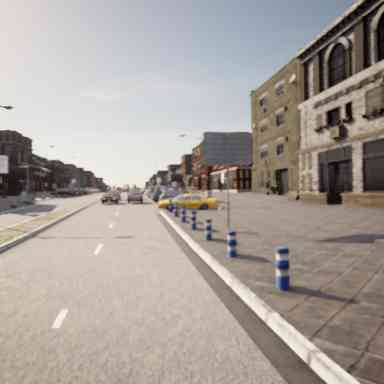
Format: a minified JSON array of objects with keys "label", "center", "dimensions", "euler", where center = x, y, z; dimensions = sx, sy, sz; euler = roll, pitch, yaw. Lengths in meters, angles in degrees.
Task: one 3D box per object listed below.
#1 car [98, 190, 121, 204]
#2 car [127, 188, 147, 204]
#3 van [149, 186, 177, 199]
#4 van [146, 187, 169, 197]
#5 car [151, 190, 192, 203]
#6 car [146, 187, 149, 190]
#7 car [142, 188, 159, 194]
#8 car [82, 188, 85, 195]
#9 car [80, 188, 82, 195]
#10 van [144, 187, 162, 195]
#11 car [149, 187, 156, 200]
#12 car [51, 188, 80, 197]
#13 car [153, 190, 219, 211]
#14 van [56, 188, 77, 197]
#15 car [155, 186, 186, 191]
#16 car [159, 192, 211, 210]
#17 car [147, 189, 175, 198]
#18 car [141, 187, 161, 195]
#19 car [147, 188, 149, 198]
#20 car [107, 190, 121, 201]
[{"label":"car","center":[-9.989,0.769,40.788],"dimensions":[1.895,1.301,4.718],"euler":[-1,1,-9]},{"label":"car","center":[-7.050,0.615,41.386],"dimensions":[2.128,1.511,4.902],"euler":[-1,1,-9]},{"label":"van","center":[-4.880,0.066,56.067],"dimensions":[4.442,1.987,1.878],"euler":[-1,1,-10]},{"label":"van","center":[-7.054,-0.057,67.003],"dimensions":[4.442,1.987,1.878],"euler":[-1,1,-10]},{"label":"car","center":[-2.612,0.528,42.603],"dimensions":[5.008,1.535,2.097],"euler":[-1,1,-10]},{"label":"car","center":[-4.526,0.331,53.458],"dimensions":[5.008,1.535,2.097],"euler":[-1,1,-10]},{"label":"car","center":[-11.719,-0.263,94.186],"dimensions":[4.553,1.767,2.185],"euler":[-1,1,-10]},{"label":"car","center":[-31.032,-0.018,85.108],"dimensions":[5.566,2.045,2.435],"euler":[-1,1,-10]},{"label":"car","center":[-30.522,0.295,82.507],"dimensions":[4.792,1.488,2.163],"euler":[-1,1,-10]},{"label":"van","center":[-9.711,-0.223,83.334],"dimensions":[4.442,1.987,1.878],"euler":[-1,1,-10]},{"label":"car","center":[-1.619,0.396,37.176],"dimensions":[5.566,2.045,2.435],"euler":[-1,1,-10]},{"label":"car","center":[-29.616,0.081,76.893],"dimensions":[5.566,2.045,2.435],"euler":[-1,1,-10]},{"label":"car","center":[-0.384,0.854,29.006],"dimensions":[5.366,1.575,1.946],"euler":[-1,2,-10]},{"label":"van","center":[-29.943,0.073,79.655],"dimensions":[4.442,1.987,1.878],"euler":[-1,1,-10]},{"label":"car","center":[-1.196,0.588,34.456],"dimensions":[4.553,1.767,2.185],"euler":[-1,1,-10]},{"label":"car","center":[-0.679,0.822,31.755],"dimensions":[4.674,1.452,2.002],"euler":[-1,2,-10]},{"label":"car","center":[-5.490,0.295,58.884],"dimensions":[4.674,1.452,2.002],"euler":[-1,1,-10]},{"label":"car","center":[-11.298,-0.350,91.457],"dimensions":[5.566,2.045,2.435],"euler":[-1,1,-10]},{"label":"car","center":[-3.563,0.424,48.032],"dimensions":[4.892,1.521,2.231],"euler":[-1,1,-10]},{"label":"car","center":[-11.781,0.491,50.590],"dimensions":[1.837,1.490,4.892],"euler":[-1,1,-10]}]
